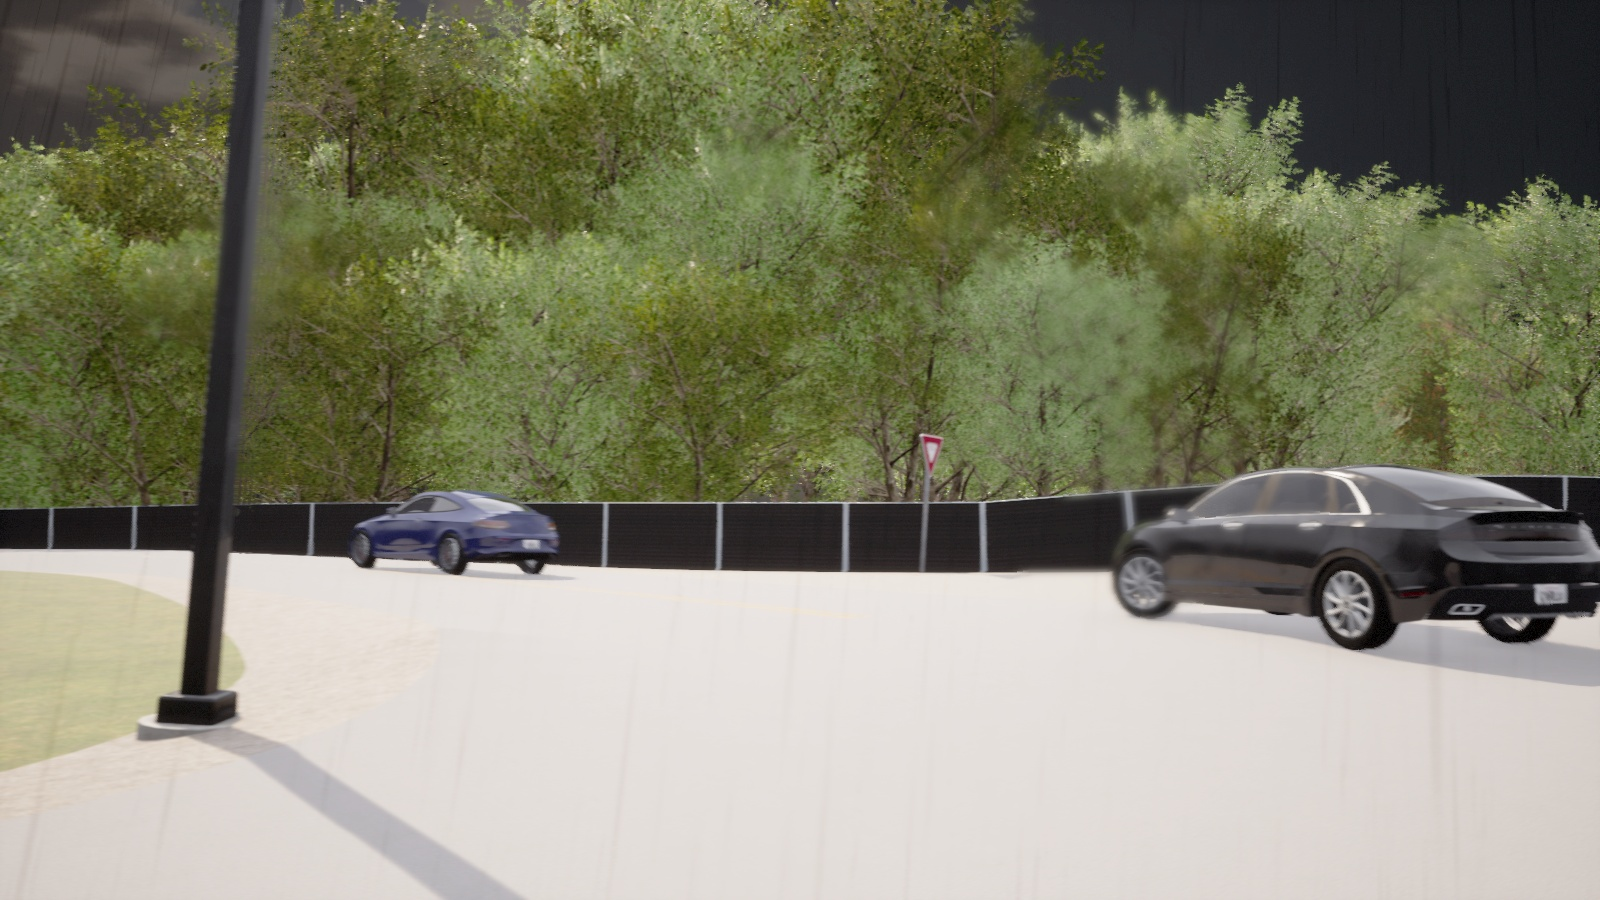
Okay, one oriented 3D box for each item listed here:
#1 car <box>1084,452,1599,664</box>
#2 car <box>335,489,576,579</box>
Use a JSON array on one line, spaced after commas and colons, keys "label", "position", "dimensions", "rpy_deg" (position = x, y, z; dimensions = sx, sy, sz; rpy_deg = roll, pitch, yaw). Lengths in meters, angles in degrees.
[{"label": "car", "position": [4.711, 0.887, 11.484], "dimensions": [1.837, 1.490, 4.892], "rpy_deg": [1, -3, -19]}, {"label": "car", "position": [-6.222, 1.475, 22.364], "dimensions": [4.674, 1.442, 1.812], "rpy_deg": [-2, -5, 41]}]
